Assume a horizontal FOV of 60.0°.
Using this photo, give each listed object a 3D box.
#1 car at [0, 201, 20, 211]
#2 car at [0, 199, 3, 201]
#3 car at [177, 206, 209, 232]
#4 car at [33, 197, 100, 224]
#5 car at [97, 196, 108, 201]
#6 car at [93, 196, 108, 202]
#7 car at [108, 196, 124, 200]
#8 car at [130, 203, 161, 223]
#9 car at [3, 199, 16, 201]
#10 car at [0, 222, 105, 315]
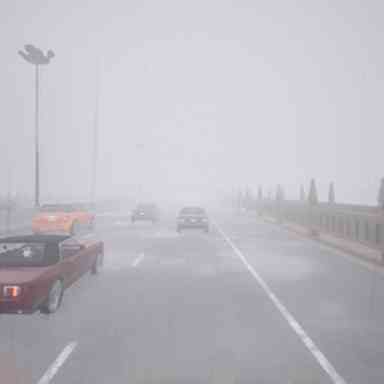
[{"bbox_3d":[-14.165,1.579,23.555,1.994,1.385,4.181,0,0,0],"label":"car"},{"bbox_3d":[-17.674,1.240,26.061,2.150,2.045,5.566,0,0,0],"label":"car"},{"bbox_3d":[0.044,1.548,19.982,2.033,1.411,5.357,0,0,0],"label":"car"},{"bbox_3d":[-6.954,1.359,18.592,2.097,1.767,4.553,0,0,0],"label":"car"},{"bbox_3d":[-17.698,1.573,66.269,1.994,1.385,4.181,0,0,0],"label":"car"},{"bbox_3d":[-21.232,1.562,77.469,2.033,1.411,5.357,0,0,0],"label":"car"},{"bbox_3d":[-14.199,1.542,63.956,1.812,1.442,4.674,0,0,0],"label":"car"},{"bbox_3d":[-3.474,1.552,25.562,2.033,1.411,5.357,0,0,0],"label":"car"},{"bbox_3d":[-21.197,1.527,37.273,1.837,1.490,4.892,0,0,0],"label":"car"},{"bbox_3d":[-3.426,1.605,7.515,1.895,1.301,4.718,0,0,0],"label":"car"}]
